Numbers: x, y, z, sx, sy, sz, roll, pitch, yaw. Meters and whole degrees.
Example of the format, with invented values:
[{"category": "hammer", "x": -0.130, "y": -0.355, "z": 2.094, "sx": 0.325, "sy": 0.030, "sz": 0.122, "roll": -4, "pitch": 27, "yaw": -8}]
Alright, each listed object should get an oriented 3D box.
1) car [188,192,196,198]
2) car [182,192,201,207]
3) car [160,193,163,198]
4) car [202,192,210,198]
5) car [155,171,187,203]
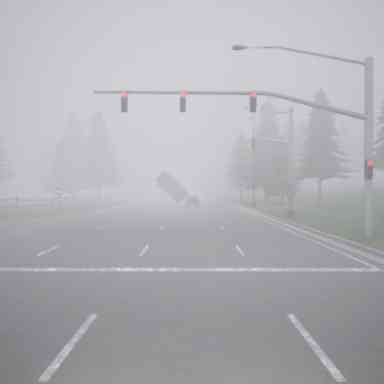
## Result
[{"category": "car", "x": 0.040, "y": 0.815, "z": 84.362, "sx": 2.033, "sy": 1.411, "sz": 5.357, "roll": 0, "pitch": 0, "yaw": 0}, {"category": "car", "x": 0.016, "y": 1.137, "z": 42.917, "sx": 1.837, "sy": 1.490, "sz": 4.892, "roll": 0, "pitch": 1, "yaw": 0}, {"category": "car", "x": -6.960, "y": 0.501, "z": 84.393, "sx": 2.150, "sy": 2.045, "sz": 5.566, "roll": 0, "pitch": 0, "yaw": 0}, {"category": "car", "x": 3.540, "y": 0.775, "z": 84.360, "sx": 1.837, "sy": 1.490, "sz": 4.892, "roll": 0, "pitch": 0, "yaw": 0}, {"category": "car", "x": -2.907, "y": -0.686, "z": 44.873, "sx": 4.553, "sy": 2.097, "sz": 1.767, "roll": 44, "pitch": -8, "yaw": -12}]
